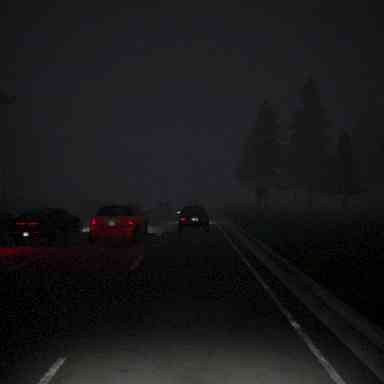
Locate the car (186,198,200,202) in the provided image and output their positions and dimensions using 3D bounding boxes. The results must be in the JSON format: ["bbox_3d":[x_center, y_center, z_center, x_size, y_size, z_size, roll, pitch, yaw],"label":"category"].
[{"bbox_3d":[0.095,1.569,45.523,1.994,1.385,4.181,0,0,0],"label":"car"}]

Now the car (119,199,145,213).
[{"bbox_3d":[-6.904,1.551,38.580,2.033,1.411,5.357,0,0,0],"label":"car"}]

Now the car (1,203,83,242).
[{"bbox_3d":[-6.900,1.506,16.224,1.837,1.490,4.892,0,0,0],"label":"car"}]

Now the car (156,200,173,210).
[{"bbox_3d":[-3.406,1.605,42.158,1.895,1.301,4.718,0,0,0],"label":"car"}]

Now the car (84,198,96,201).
[{"bbox_3d":[-10.405,1.551,38.625,2.033,1.411,5.357,0,0,0],"label":"car"}]

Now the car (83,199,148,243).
[{"bbox_3d":[-3.404,1.354,16.226,2.097,1.767,4.553,0,0,0],"label":"car"}]

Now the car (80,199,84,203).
[{"bbox_3d":[-13.908,1.497,45.674,2.128,1.511,4.902,0,0,0],"label":"car"}]

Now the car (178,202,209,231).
[{"bbox_3d":[0.098,1.549,20.666,2.033,1.411,5.357,0,0,0],"label":"car"}]
